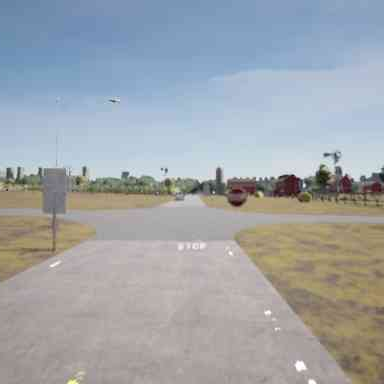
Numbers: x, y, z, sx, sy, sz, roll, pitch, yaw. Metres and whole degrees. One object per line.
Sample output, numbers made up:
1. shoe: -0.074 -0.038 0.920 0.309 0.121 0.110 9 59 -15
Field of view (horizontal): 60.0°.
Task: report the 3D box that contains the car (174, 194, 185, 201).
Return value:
1. car: -2.498 1.127 68.043 1.812 1.442 4.674 0 0 0
